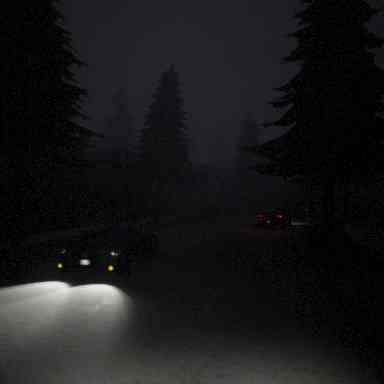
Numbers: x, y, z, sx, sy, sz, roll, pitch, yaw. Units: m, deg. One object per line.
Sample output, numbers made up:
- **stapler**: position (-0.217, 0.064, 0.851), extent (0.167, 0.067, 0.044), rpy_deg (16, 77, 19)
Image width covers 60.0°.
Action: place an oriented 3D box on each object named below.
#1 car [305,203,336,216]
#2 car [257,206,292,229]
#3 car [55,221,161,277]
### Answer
- **car**: position (14.175, 1.916, 36.528), extent (2.033, 1.411, 5.357), rpy_deg (0, -1, 39)
- **car**: position (5.911, 1.745, 23.671), extent (1.812, 1.442, 4.674), rpy_deg (0, 0, 25)
- **car**: position (-2.385, 1.631, 10.485), extent (1.994, 1.385, 4.181), rpy_deg (0, -1, 11)
